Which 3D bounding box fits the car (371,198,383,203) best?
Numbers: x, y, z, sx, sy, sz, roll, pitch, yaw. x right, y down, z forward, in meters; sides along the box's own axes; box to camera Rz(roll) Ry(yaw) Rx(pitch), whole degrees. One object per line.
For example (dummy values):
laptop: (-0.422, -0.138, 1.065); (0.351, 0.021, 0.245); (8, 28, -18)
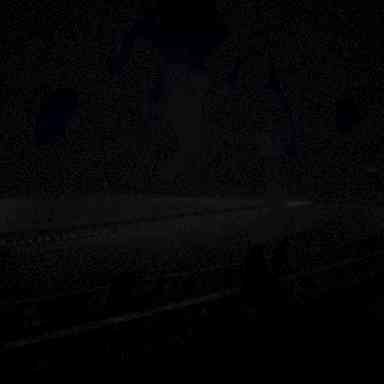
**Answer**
car: (42.373, 2.100, 75.289); (1.895, 1.301, 4.718); (0, 0, 4)
